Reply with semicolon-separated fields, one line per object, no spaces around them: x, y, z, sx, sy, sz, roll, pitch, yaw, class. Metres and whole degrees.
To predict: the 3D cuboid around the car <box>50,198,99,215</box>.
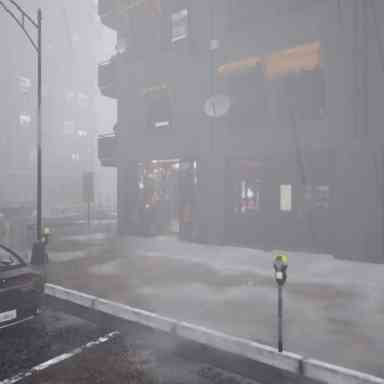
-10.856;1.249;30.498;1.752;1.417;4.829;1;1;35;car

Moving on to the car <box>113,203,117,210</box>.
-5.465;1.193;33.696;2.033;1.411;5.357;0;1;35;car

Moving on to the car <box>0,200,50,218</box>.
-13.955;1.350;26.079;2.008;1.369;4.403;1;1;35;car

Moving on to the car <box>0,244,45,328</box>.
-4.433;1.551;6.049;4.403;1.369;2.008;0;0;36;car
